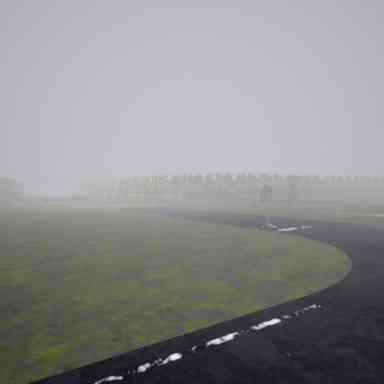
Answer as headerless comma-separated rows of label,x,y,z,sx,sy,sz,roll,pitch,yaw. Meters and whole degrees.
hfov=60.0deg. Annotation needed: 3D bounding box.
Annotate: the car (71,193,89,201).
car,-20.318,0.857,60.008,1.895,1.301,4.718,-1,1,-36
